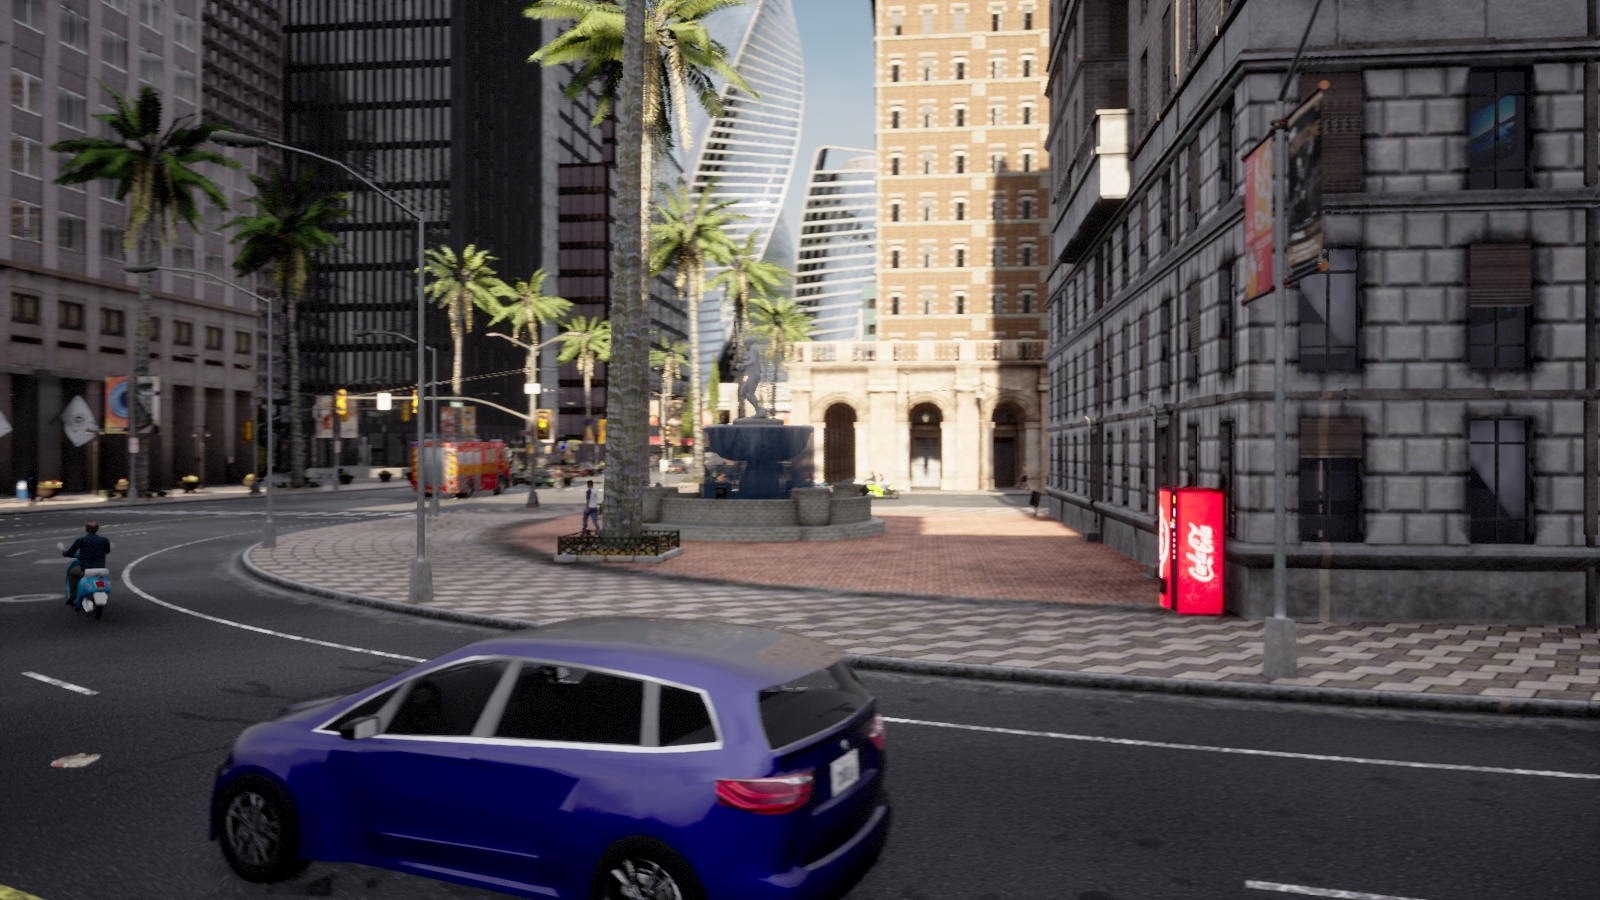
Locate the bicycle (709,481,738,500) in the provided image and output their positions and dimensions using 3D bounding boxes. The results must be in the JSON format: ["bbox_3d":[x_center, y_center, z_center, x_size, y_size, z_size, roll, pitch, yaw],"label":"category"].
[{"bbox_3d":[-4.475,2.342,66.758,1.487,1.080,0.859,0,0,32],"label":"bicycle"}]

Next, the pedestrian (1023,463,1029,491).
[{"bbox_3d":[15.030,1.804,76.008,0.375,1.860,0.375,0,0,0],"label":"pedestrian"}]

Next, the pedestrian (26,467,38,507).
[{"bbox_3d":[-36.183,1.752,53.855,0.375,1.860,0.375,0,0,-17],"label":"pedestrian"}]

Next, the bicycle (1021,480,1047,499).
[{"bbox_3d":[14.036,2.353,68.619,1.487,1.080,0.859,0,0,8],"label":"bicycle"}]

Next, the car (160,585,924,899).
[{"bbox_3d":[-1.720,1.977,7.719,4.611,1.667,2.242,0,0,24],"label":"car"}]

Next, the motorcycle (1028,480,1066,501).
[{"bbox_3d":[14.069,2.306,65.150,2.033,1.145,0.803,0,0,5],"label":"motorcycle"}]

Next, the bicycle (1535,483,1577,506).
[{"bbox_3d":[38.984,2.306,58.887,1.835,1.171,0.329,0,0,8],"label":"bicycle"}]

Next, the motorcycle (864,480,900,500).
[{"bbox_3d":[4.758,2.303,66.202,2.033,1.145,0.803,0,0,5],"label":"motorcycle"}]

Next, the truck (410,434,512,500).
[{"bbox_3d":[-20.719,0.974,70.510,2.891,3.827,8.468,0,0,7],"label":"truck"}]

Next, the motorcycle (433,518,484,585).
[{"bbox_3d":[-7.557,2.200,25.231,0.764,1.277,2.356,1,-1,-24],"label":"motorcycle"}]

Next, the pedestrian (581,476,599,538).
[{"bbox_3d":[-6.378,1.739,34.721,0.375,1.860,0.375,0,0,35],"label":"pedestrian"}]
